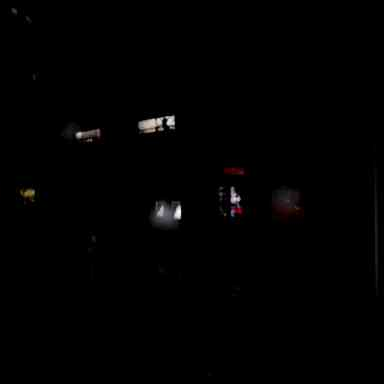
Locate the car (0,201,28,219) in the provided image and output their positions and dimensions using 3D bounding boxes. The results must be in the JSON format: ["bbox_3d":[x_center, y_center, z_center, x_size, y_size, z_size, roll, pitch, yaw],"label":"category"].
[{"bbox_3d":[-14.614,1.461,28.569,2.033,1.411,5.357,0,0,36],"label":"car"}]

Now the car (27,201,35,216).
[{"bbox_3d":[-9.911,1.427,25.812,2.008,1.369,4.403,0,1,36],"label":"car"}]
